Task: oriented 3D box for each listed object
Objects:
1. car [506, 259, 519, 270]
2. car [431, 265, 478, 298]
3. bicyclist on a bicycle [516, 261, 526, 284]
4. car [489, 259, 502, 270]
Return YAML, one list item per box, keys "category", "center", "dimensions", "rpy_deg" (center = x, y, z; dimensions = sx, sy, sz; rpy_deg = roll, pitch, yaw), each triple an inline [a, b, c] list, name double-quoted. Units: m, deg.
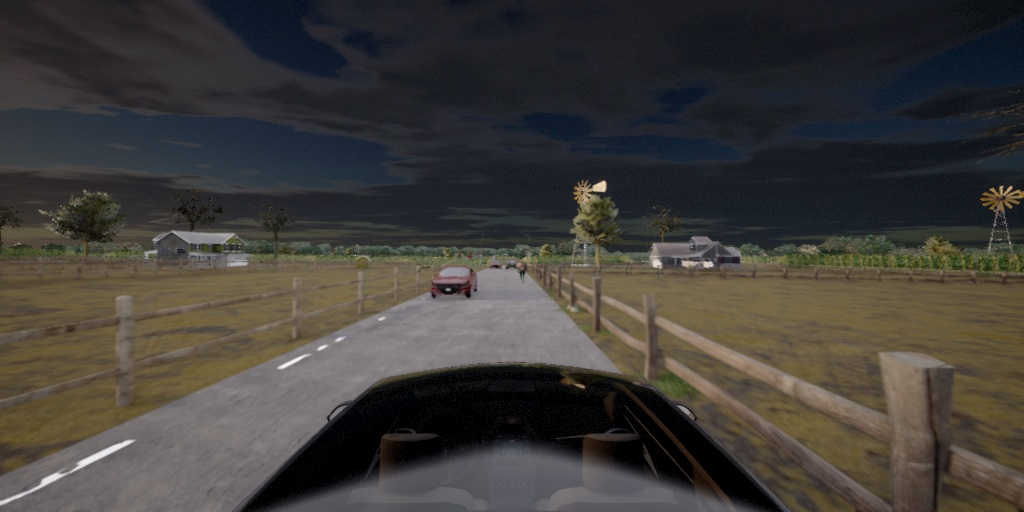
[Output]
- category: "car"
  center: [0.035, 1.361, 59.853]
  dimensions: [2.097, 1.767, 4.553]
  rpy_deg: [0, -1, 1]
- category: "car"
  center: [-2.855, 1.237, 18.558]
  dimensions: [1.882, 1.535, 5.008]
  rpy_deg: [0, 0, 0]
- category: "bicyclist on a bicycle"
  center: [0.748, 1.232, 25.230]
  dimensions: [0.582, 1.620, 1.656]
  rpy_deg: [0, 0, 0]
- category: "car"
  center: [-2.805, 1.373, 60.976]
  dimensions: [2.097, 1.767, 4.553]
  rpy_deg: [0, -1, 1]
